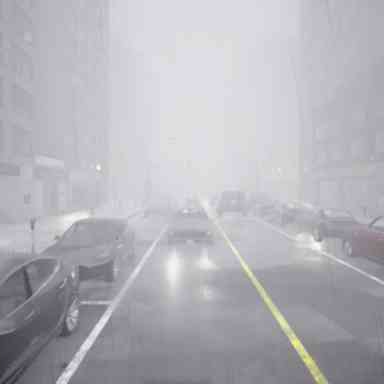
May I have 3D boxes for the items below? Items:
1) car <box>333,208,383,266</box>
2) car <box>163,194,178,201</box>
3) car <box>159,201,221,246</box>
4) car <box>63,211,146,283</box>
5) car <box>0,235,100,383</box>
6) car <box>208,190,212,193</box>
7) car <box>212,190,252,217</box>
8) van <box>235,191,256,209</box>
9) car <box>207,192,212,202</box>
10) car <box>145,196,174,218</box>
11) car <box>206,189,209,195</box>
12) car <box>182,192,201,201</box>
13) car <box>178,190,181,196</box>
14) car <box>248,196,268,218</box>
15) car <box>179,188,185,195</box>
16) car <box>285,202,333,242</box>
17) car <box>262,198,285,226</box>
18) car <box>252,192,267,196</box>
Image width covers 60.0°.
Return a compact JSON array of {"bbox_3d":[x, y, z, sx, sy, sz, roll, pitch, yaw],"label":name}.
[{"bbox_3d":[5.873,1.316,9.314,1.967,1.590,4.097,0,1,0],"label":"car"},{"bbox_3d":[-2.611,1.131,31.418,1.947,1.339,4.313,0,1,0],"label":"car"},{"bbox_3d":[-0.077,1.347,14.455,2.033,1.411,5.357,0,1,0],"label":"car"},{"bbox_3d":[-2.652,1.434,9.319,1.947,1.339,4.313,0,1,0],"label":"car"},{"bbox_3d":[-2.663,1.509,3.795,1.947,1.339,4.313,0,1,0],"label":"car"},{"bbox_3d":[5.724,0.363,80.816,1.967,1.590,4.097,0,1,-1],"label":"car"},{"bbox_3d":[3.095,0.854,26.948,2.150,2.045,5.566,0,1,0],"label":"car"},{"bbox_3d":[5.926,0.839,36.928,1.690,1.788,3.998,0,1,0],"label":"van"},{"bbox_3d":[3.104,1.049,40.355,1.895,1.301,4.718,0,1,1],"label":"car"},{"bbox_3d":[-2.621,1.222,25.893,1.802,1.307,4.206,0,1,0],"label":"car"},{"bbox_3d":[5.497,0.361,92.125,1.802,1.307,4.206,0,1,-1],"label":"car"},{"bbox_3d":[0.073,1.047,40.275,1.895,1.301,4.718,0,1,0],"label":"car"},{"bbox_3d":[-2.600,0.929,36.940,1.967,1.590,4.097,0,1,0],"label":"car"},{"bbox_3d":[5.905,1.215,25.885,1.947,1.339,4.313,0,1,0],"label":"car"},{"bbox_3d":[-3.027,0.213,91.961,1.967,1.590,4.097,0,1,-1],"label":"car"},{"bbox_3d":[5.884,1.351,14.839,2.008,1.369,4.403,0,1,0],"label":"car"},{"bbox_3d":[5.894,1.276,20.362,2.008,1.369,4.403,0,1,0],"label":"car"},{"bbox_3d":[5.916,0.889,31.405,2.192,1.841,5.009,0,1,0],"label":"car"}]
